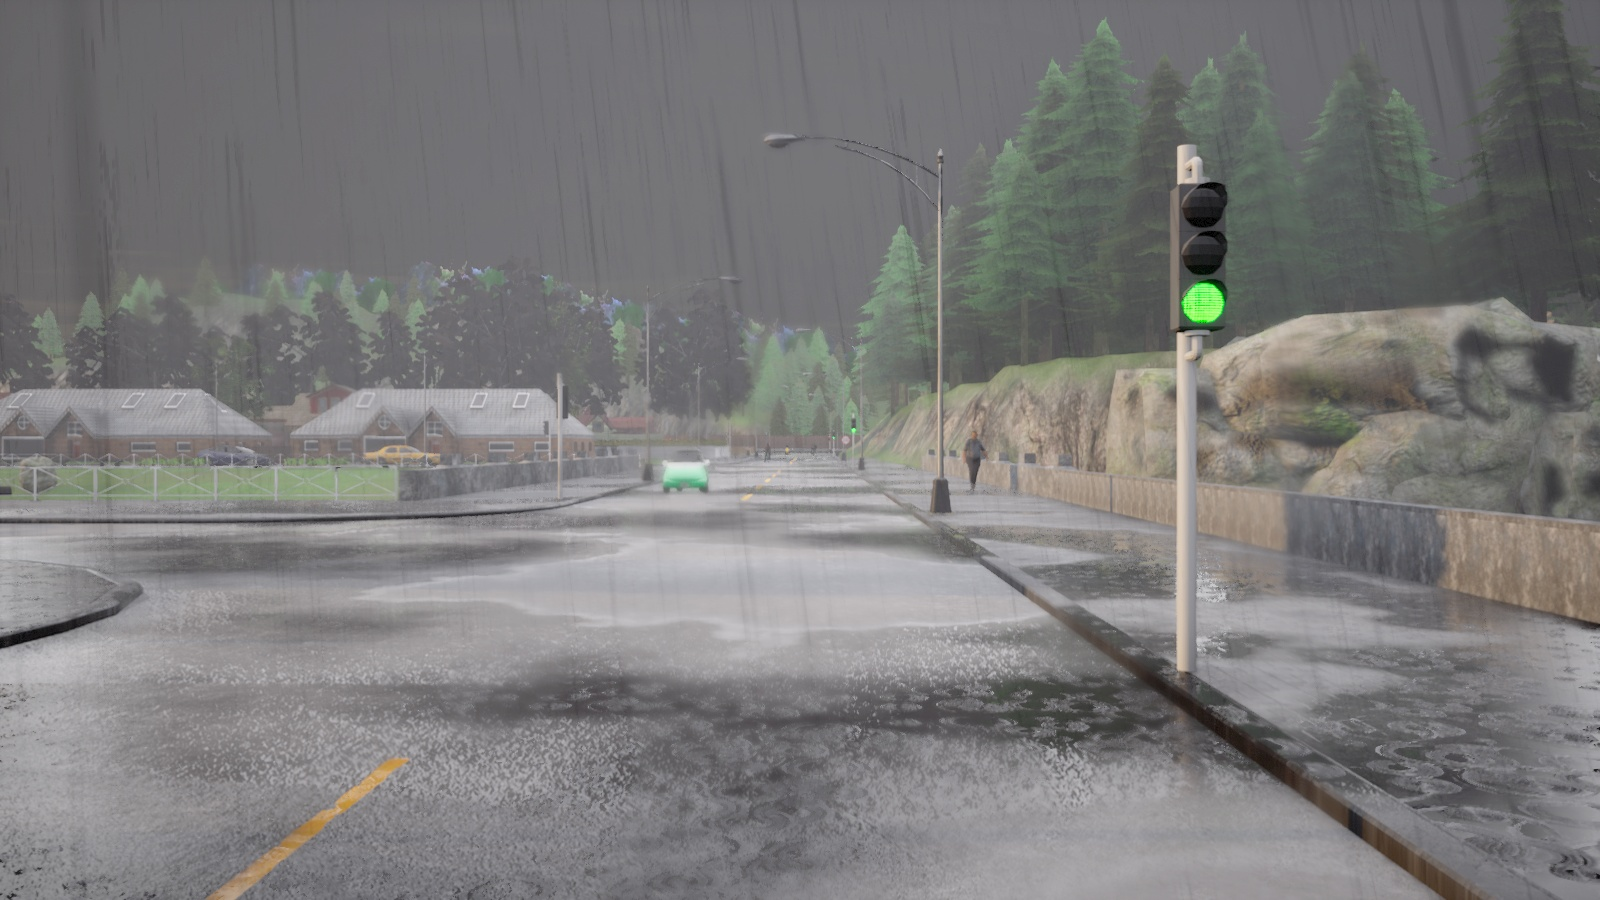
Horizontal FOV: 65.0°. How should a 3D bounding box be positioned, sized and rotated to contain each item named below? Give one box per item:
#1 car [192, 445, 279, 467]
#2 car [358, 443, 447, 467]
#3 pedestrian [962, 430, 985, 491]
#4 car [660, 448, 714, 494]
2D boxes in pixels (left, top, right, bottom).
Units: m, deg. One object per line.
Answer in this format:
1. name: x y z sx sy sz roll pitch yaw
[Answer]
1. car: -37.615 0.387 83.773 4.792 1.488 2.163 0 0 1
2. car: -26.460 0.339 83.640 5.366 1.575 1.801 0 0 1
3. pedestrian: 5.255 0.312 38.024 0.540 1.848 0.694 0 0 -4
4. car: -3.517 0.644 39.435 1.481 1.376 2.207 0 0 1
